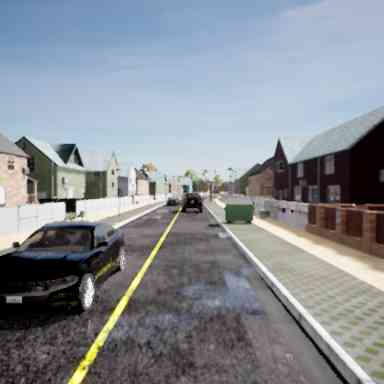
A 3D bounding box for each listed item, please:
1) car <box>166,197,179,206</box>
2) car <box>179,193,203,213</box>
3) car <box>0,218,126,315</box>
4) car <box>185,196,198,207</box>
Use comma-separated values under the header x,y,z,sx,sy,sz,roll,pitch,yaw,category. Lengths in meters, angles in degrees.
x,y,z,sx,sy,sz,roll,pitch,yaw,category
-2.790,1.391,49.600,1.994,1.385,4.181,0,0,1,car
0.028,1.101,35.703,2.150,2.045,5.566,0,0,0,car
-2.853,1.452,7.826,1.882,1.535,5.008,0,0,0,car
0.018,1.355,49.041,1.812,1.442,4.674,0,0,1,car
